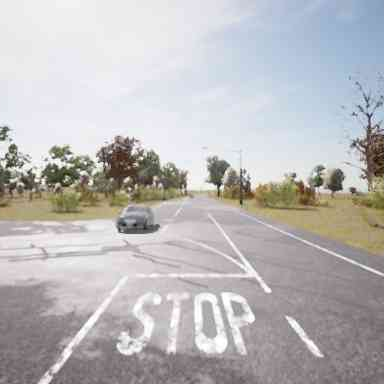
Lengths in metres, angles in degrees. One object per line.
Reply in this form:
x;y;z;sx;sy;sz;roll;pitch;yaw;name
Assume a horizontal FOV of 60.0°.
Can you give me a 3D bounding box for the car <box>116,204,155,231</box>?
-3.465;1.548;21.039;2.128;1.511;4.902;0;0;0;car
